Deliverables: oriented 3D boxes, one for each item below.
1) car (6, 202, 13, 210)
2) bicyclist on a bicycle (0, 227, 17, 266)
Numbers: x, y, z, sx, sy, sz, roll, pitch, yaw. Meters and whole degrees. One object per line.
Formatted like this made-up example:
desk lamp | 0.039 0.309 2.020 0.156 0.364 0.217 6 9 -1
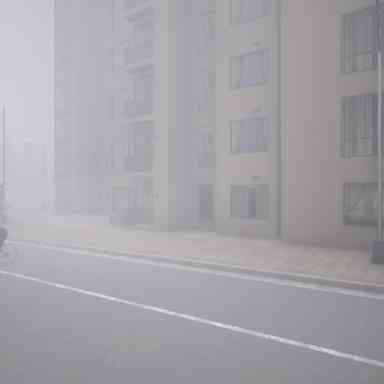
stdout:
car | -22.955 1.436 37.614 2.128 1.511 4.902 0 0 34
bicyclist on a bicycle | -5.876 1.451 9.618 0.582 1.620 1.656 0 2 33
